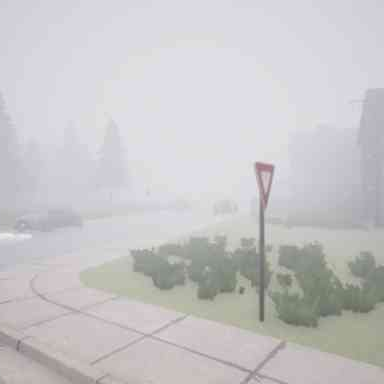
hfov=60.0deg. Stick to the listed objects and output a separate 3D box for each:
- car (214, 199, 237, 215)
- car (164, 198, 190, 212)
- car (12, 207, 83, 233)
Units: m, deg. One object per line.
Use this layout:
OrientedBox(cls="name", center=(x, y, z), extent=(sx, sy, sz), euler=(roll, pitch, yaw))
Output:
OrientedBox(cls="car", center=(3.406, 1.488, 33.839), extent=(1.816, 1.474, 4.193), euler=(-6, -1, 17))
OrientedBox(cls="car", center=(-1.658, 1.515, 39.224), extent=(1.837, 1.490, 4.892), euler=(0, 0, 19))
OrientedBox(cls="car", center=(-8.465, 1.592, 19.844), extent=(1.994, 1.385, 4.181), euler=(0, 0, 19))
